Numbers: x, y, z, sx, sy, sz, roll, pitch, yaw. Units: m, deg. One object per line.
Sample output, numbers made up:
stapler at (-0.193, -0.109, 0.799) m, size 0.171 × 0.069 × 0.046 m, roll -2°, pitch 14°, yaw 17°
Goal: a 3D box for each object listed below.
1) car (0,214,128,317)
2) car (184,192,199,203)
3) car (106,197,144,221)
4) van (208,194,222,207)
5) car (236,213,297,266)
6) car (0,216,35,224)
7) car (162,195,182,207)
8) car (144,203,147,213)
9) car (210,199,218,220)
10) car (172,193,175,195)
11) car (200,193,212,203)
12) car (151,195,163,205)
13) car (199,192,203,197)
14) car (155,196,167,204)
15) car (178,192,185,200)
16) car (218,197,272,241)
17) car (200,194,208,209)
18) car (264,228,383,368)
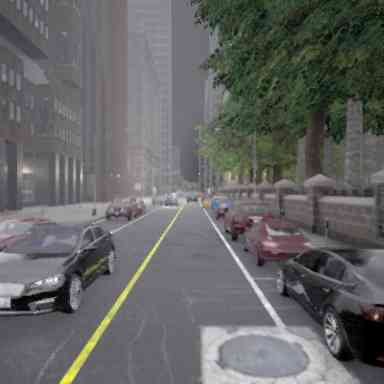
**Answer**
car at (-3.089, 1.508, 7.767) m, size 2.128 × 1.511 × 4.902 m, roll 0°, pitch 0°, yaw 0°
car at (0.077, 1.262, 66.364) m, size 2.097 × 1.767 × 4.553 m, roll 0°, pitch 1°, yaw 0°
car at (-5.733, 1.329, 27.887) m, size 2.192 × 1.841 × 5.009 m, roll 0°, pitch 0°, yaw 0°
van at (2.800, 1.344, 33.411) m, size 1.690 × 1.788 × 3.998 m, roll 0°, pitch 0°, yaw 0°
car at (2.773, 1.604, 11.312) m, size 1.802 × 1.307 × 4.206 m, roll 0°, pitch 0°, yaw 0°
car at (-5.753, 1.564, 11.311) m, size 1.887 × 1.381 × 4.507 m, roll 0°, pitch 0°, yaw 0°
car at (-3.006, 1.520, 50.457) m, size 1.994 × 1.385 × 4.181 m, roll 0°, pitch 0°, yaw 0°
car at (-5.726, 1.442, 33.410) m, size 1.967 × 1.590 × 4.097 m, roll 0°, pitch 0°, yaw 0°
car at (2.793, 1.560, 27.888) m, size 1.887 × 1.381 × 4.507 m, roll 0°, pitch 0°, yaw 0°
car at (-5.676, 1.419, 77.604) m, size 1.947 × 1.339 × 4.313 m, roll 0°, pitch 0°, yaw 0°
car at (2.838, 1.216, 66.557) m, size 2.192 × 1.841 × 5.009 m, roll 0°, pitch 0°, yaw 0°
car at (-5.702, 1.490, 55.508) m, size 2.008 × 1.369 × 4.403 m, roll 0°, pitch 0°, yaw 0°
car at (2.831, 1.237, 61.033) m, size 2.192 × 1.841 × 5.009 m, roll 0°, pitch 0°, yaw 0°
car at (-5.695, 1.446, 60.862) m, size 1.752 × 1.417 × 4.829 m, roll 0°, pitch 0°, yaw 0°
car at (-0.999, 1.233, 87.164) m, size 2.128 × 1.511 × 4.902 m, roll 0°, pitch 0°, yaw 26°
car at (2.779, 1.339, 16.837) m, size 2.192 × 1.841 × 5.009 m, roll 0°, pitch 0°, yaw 0°
car at (2.400, 1.428, 45.923) m, size 1.801 × 1.575 × 5.366 m, roll 0°, pitch 0°, yaw 0°
car at (2.764, 1.580, 5.786) m, size 1.947 × 1.339 × 4.313 m, roll 0°, pitch 0°, yaw 0°
